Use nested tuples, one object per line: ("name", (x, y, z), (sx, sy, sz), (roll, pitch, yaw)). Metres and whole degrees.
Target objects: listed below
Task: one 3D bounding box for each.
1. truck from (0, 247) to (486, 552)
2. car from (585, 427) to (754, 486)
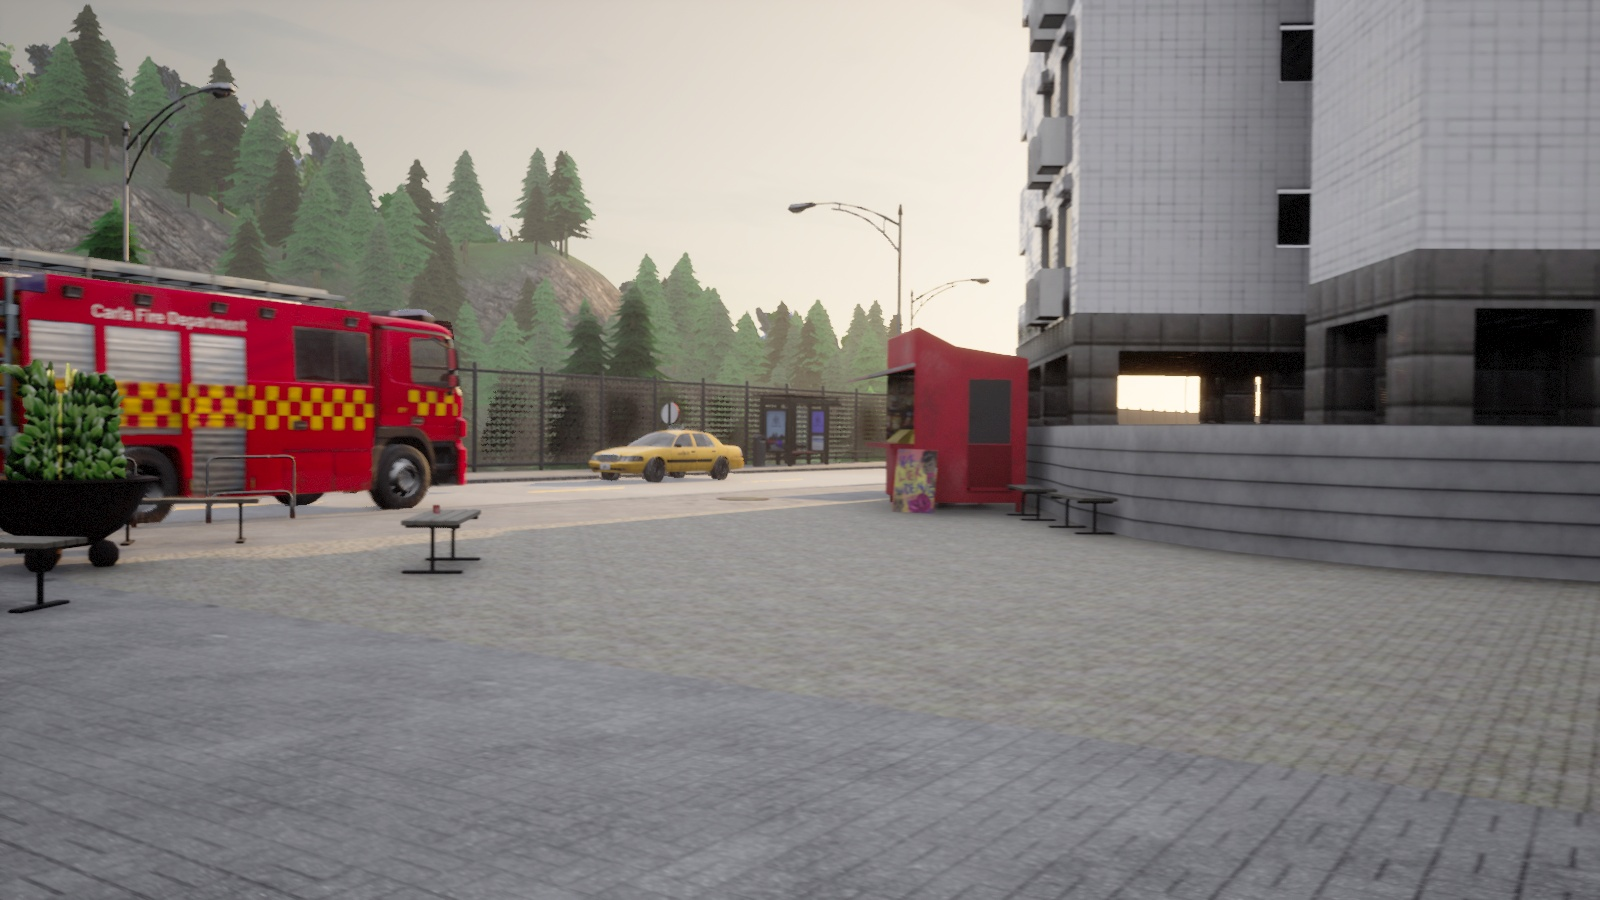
("truck", (-9.005, -0.699, 20.178), (2.891, 3.827, 8.468), (0, 1, 26))
("car", (-3.617, 0.125, 35.876), (1.801, 1.575, 5.366), (0, 1, 34))
